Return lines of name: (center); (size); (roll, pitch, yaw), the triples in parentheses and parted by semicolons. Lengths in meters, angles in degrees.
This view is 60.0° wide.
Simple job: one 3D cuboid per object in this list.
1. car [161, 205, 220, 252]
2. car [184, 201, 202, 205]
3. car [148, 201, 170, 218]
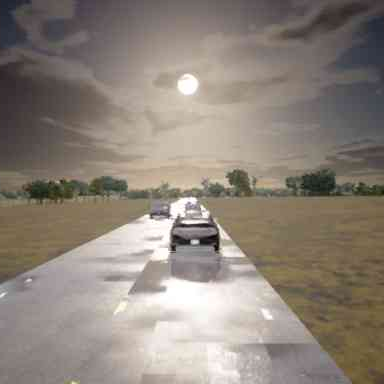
car: (0.102, 1.501, 13.793); (2.128, 1.511, 4.902); (0, 0, 0)
car: (0.107, 1.668, 36.508); (2.033, 1.411, 5.357); (0, 0, 0)
car: (-2.835, 1.594, 30.772); (1.837, 1.490, 4.892); (0, 0, 0)
